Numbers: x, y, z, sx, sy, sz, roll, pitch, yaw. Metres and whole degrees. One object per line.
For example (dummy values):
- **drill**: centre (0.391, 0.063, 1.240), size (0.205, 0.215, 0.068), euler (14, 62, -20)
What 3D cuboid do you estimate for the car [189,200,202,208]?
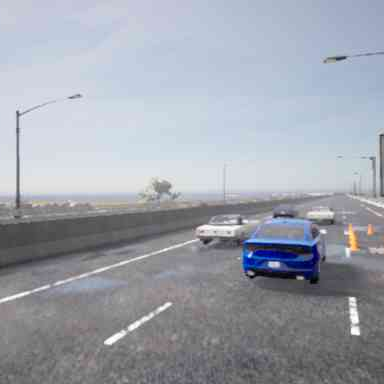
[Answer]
- **car**: centre (1.169, 2.196, 57.691), size (2.128, 1.511, 4.902), euler (-1, -1, 25)

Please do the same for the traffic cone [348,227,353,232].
- **traffic cone**: centre (7.448, 2.067, 15.426), size (0.340, 0.580, 0.340), euler (-1, -1, 24)

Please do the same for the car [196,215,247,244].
- **car**: centre (1.958, 1.788, 16.428), size (1.895, 1.301, 4.718), euler (-1, -1, 24)

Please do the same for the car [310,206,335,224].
- **car**: centre (10.482, 1.820, 26.836), size (1.895, 1.301, 4.718), euler (-1, -1, 24)

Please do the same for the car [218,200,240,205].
- **car**: centre (6.311, 2.068, 52.114), size (2.128, 1.511, 4.902), euler (-1, -1, 24)

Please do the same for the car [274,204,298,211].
- **car**: centre (9.243, 1.869, 32.607), size (1.994, 1.385, 4.181), euler (-1, -1, 24)

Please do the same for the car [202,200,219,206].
- **car**: centre (3.842, 2.149, 55.136), size (1.837, 1.490, 4.892), euler (-1, -1, 25)

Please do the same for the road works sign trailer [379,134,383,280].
- **road works sign trailer**: centre (5.090, 0.492, 6.627), size (2.380, 3.560, 2.880), euler (-1, -1, 24)

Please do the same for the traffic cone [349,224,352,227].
- **traffic cone**: centre (8.269, 2.081, 17.249), size (0.340, 0.580, 0.340), euler (-1, -1, 24)

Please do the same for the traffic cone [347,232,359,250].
- **traffic cone**: centre (6.626, 2.054, 13.602), size (0.340, 0.580, 0.340), euler (-1, -1, 24)

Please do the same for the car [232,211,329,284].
- **car**: centre (2.955, 1.574, 10.128), size (1.882, 1.535, 5.008), euler (-1, -1, 24)
